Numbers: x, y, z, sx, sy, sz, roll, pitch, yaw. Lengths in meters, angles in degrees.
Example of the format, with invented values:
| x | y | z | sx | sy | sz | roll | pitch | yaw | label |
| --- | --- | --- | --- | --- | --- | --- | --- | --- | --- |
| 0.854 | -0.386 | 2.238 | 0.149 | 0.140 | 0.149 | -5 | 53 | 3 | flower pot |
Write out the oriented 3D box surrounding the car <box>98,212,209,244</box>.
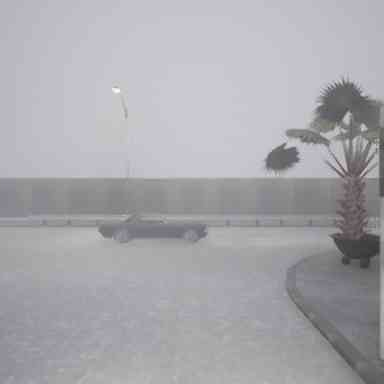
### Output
| x | y | z | sx | sy | sz | roll | pitch | yaw | label |
| --- | --- | --- | --- | --- | --- | --- | --- | --- | --- |
| -1.590 | 1.557 | 14.875 | 4.718 | 1.301 | 1.895 | 0 | 0 | 0 | car |
